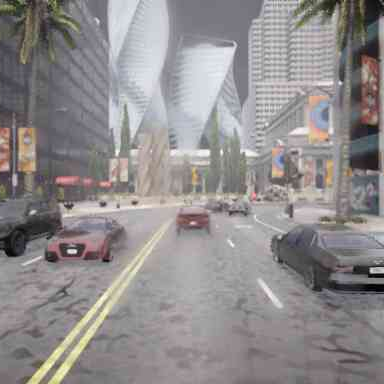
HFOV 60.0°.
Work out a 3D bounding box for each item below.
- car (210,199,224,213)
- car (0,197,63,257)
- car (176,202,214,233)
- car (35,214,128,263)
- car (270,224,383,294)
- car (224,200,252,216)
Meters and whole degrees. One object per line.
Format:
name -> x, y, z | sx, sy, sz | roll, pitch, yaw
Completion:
car -> 3.142, 1.581, 38.961 | 2.128, 1.511, 4.902 | 0, -1, 21
car -> -7.102, 1.254, 13.416 | 2.150, 2.045, 5.566 | 0, 0, 0
car -> 0.089, 1.525, 20.057 | 1.882, 1.535, 5.008 | 0, 0, 0
car -> -3.588, 1.593, 11.966 | 1.994, 1.385, 4.181 | 0, 0, 0
car -> 3.588, 1.569, 8.966 | 2.033, 1.411, 5.357 | 0, 0, 0
car -> 5.058, 1.629, 34.429 | 2.033, 1.411, 5.357 | 0, 0, 17
